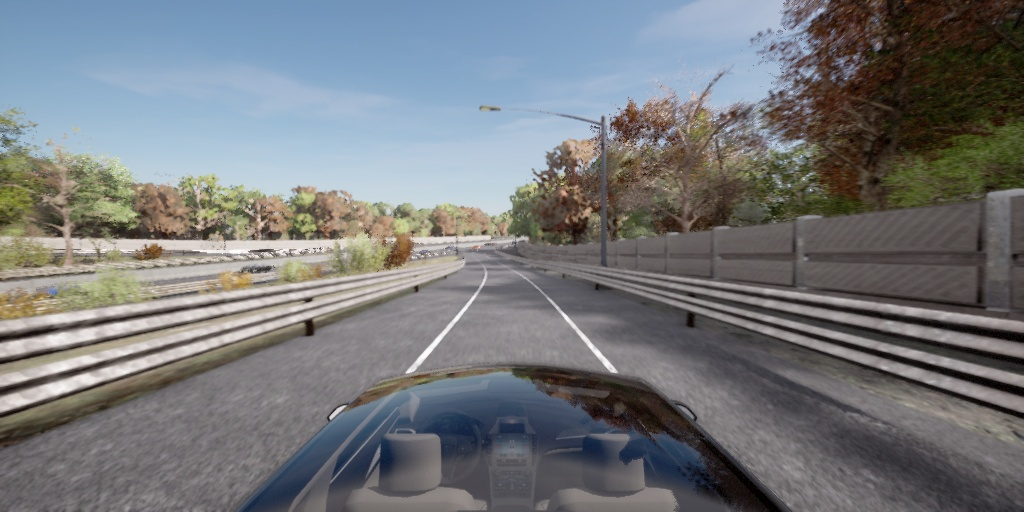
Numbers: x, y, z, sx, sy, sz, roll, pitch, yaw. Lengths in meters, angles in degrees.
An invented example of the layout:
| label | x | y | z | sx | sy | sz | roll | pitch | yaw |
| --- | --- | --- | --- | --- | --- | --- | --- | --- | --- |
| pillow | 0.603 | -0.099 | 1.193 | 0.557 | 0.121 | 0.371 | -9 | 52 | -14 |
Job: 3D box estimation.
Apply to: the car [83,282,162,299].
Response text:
| label | x | y | z | sx | sy | sz | roll | pitch | yaw |
| --- | --- | --- | --- | --- | --- | --- | --- | --- | --- |
| car | -37.110 | 3.274 | 34.659 | 1.837 | 1.490 | 4.892 | 1 | 4 | 15 |

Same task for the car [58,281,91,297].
| label | x | y | z | sx | sy | sz | roll | pitch | yaw |
| --- | --- | --- | --- | --- | --- | --- | --- | --- | --- |
| car | -40.515 | 3.310 | 35.489 | 1.895 | 1.301 | 4.718 | 1 | 4 | 15 |

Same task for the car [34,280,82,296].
| label | x | y | z | sx | sy | sz | roll | pitch | yaw |
| --- | --- | --- | --- | --- | --- | --- | --- | --- | --- |
| car | -43.915 | 3.198 | 36.304 | 2.033 | 1.411 | 5.357 | 1 | 4 | 15 |
